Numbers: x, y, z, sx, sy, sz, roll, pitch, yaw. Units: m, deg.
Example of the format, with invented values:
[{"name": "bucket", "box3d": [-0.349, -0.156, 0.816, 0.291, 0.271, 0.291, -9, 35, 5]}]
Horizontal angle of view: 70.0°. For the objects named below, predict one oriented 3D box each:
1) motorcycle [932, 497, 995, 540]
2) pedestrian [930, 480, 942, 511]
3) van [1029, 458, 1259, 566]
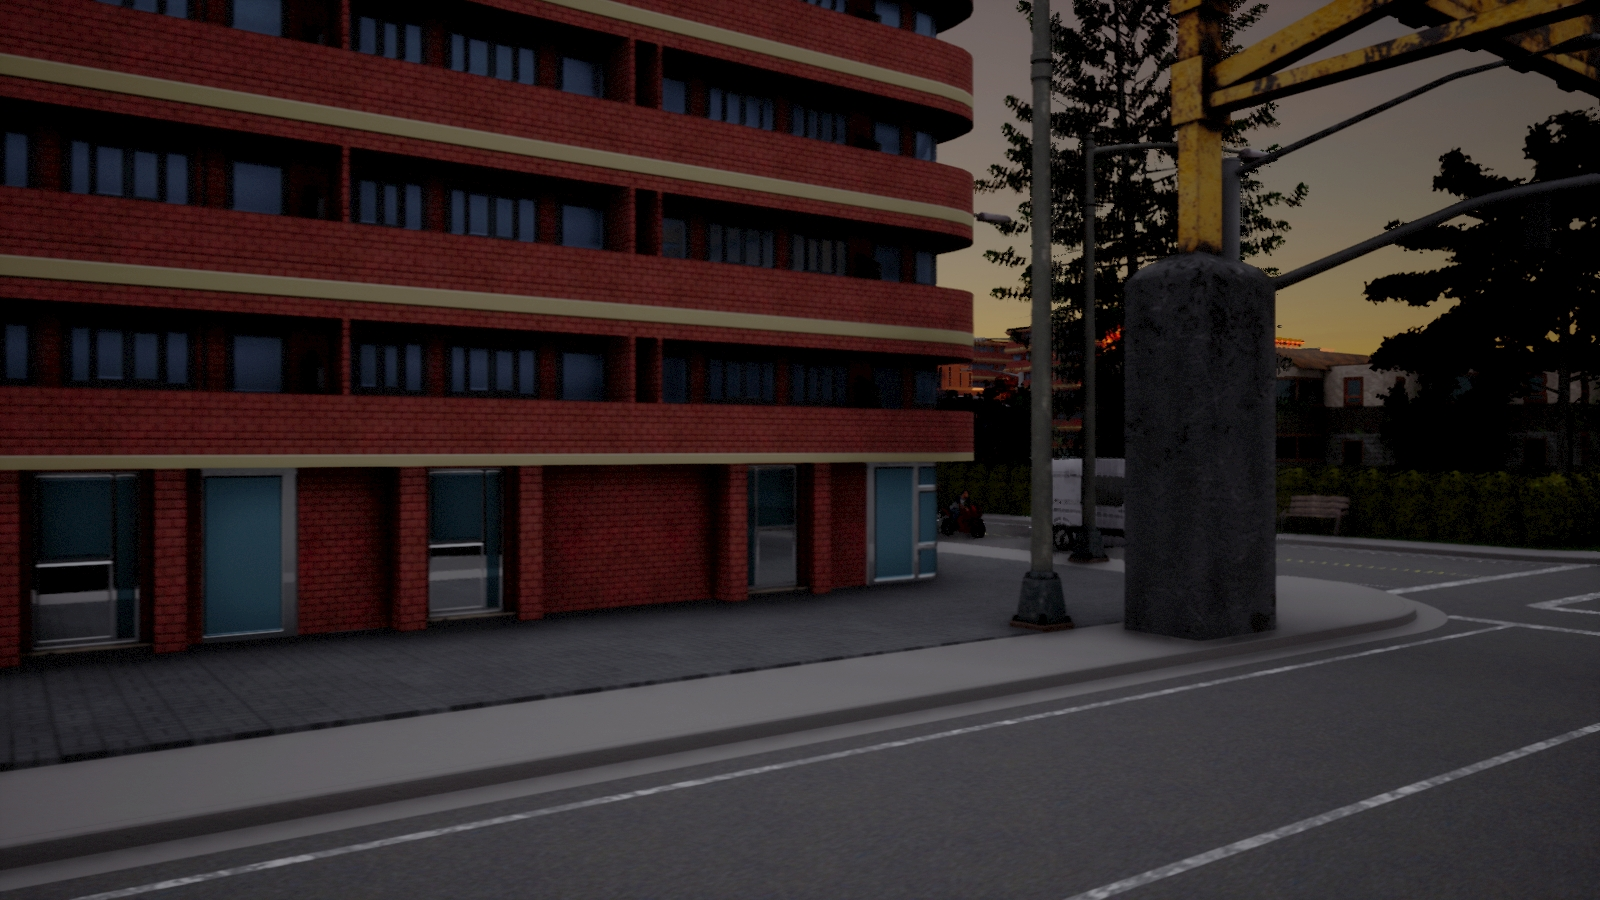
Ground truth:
[{"name": "motorcycle", "box3d": [5.140, 2.146, 35.982, 0.803, 1.224, 2.033, 0, 0, -35]}, {"name": "pedestrian", "box3d": [5.850, 1.946, 49.138, 0.375, 1.300, 0.375, 0, 0, 25]}, {"name": "van", "box3d": [8.981, 1.507, 30.442, 1.988, 2.561, 5.915, 0, 0, -35]}]
